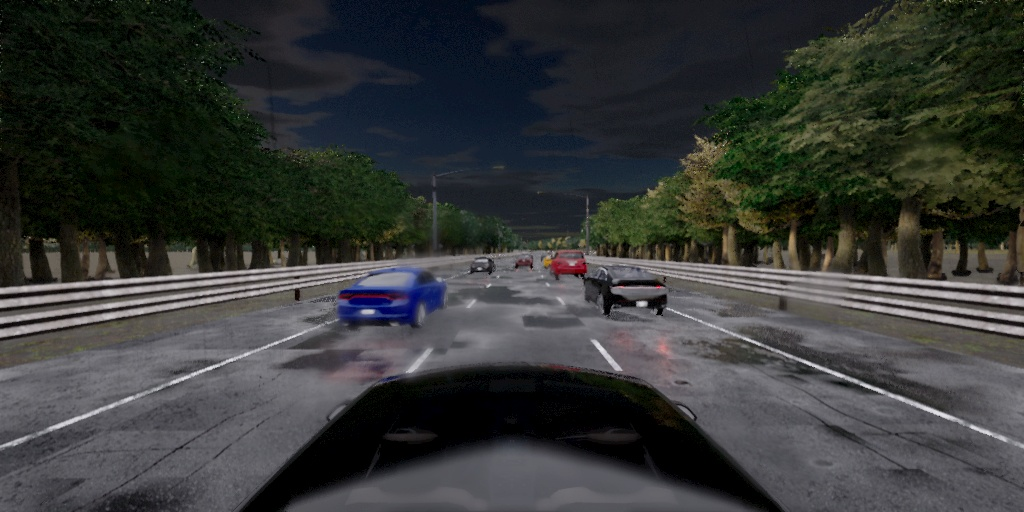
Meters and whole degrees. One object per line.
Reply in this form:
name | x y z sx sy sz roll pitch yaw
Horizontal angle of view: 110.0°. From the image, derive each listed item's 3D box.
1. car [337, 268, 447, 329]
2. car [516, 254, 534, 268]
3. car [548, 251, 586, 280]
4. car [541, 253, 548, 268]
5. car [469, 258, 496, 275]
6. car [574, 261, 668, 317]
car | -3.253 1.095 10.705 1.882 1.535 5.008 0 1 1
car | 1.588 0.542 45.173 2.097 1.767 4.553 0 1 3
car | 4.112 0.629 26.461 2.150 2.045 5.566 0 1 2
car | 4.949 0.675 44.436 1.882 1.535 5.008 0 1 3
car | -2.573 0.869 31.999 1.812 1.442 4.674 0 1 3
car | 3.691 1.081 12.429 2.128 1.511 4.902 0 1 1
